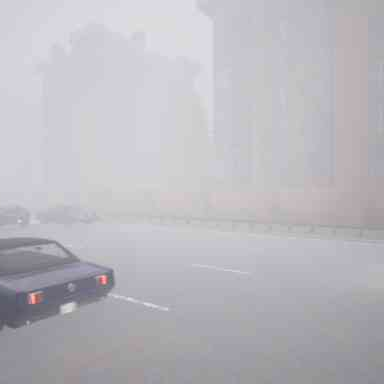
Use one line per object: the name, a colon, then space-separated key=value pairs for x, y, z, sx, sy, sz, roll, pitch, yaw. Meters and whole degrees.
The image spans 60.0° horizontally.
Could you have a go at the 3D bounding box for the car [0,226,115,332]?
car: x=-3.812 y=1.601 z=6.711 sx=4.718 sy=1.301 sz=1.895 roll=0 pitch=0 yaw=36

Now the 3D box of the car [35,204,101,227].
car: x=-8.638 y=1.548 z=23.052 sx=5.357 sy=1.411 sz=2.033 roll=0 pitch=0 yaw=36

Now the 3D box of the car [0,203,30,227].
car: x=-12.337 y=1.503 z=21.392 sx=4.892 sy=1.490 sz=1.837 roll=0 pitch=0 yaw=36
